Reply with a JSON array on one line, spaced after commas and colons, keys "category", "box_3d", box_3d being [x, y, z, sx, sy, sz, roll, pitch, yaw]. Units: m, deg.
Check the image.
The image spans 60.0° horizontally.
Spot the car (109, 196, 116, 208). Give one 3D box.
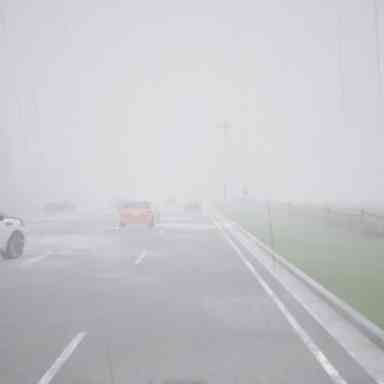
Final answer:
[{"category": "car", "box_3d": [-10.394, 1.357, 47.581, 2.097, 1.767, 4.553, 0, 0, 0]}]

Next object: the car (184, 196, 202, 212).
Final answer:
[{"category": "car", "box_3d": [0.107, 1.529, 38.083, 1.812, 1.442, 4.674, 0, 0, 0]}]

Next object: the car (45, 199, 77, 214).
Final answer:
[{"category": "car", "box_3d": [-13.896, 1.482, 35.455, 1.882, 1.535, 5.008, 0, 0, 0]}]

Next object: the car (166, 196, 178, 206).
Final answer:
[{"category": "car", "box_3d": [-3.390, 1.508, 56.565, 1.837, 1.490, 4.892, 0, 0, 0]}]

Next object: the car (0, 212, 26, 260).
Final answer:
[{"category": "car", "box_3d": [-6.899, 1.223, 9.319, 2.150, 2.045, 5.566, 0, 0, 0]}]

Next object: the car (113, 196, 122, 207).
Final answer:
[{"category": "car", "box_3d": [-6.893, 1.508, 36.406, 1.837, 1.490, 4.892, 0, 0, 0]}]

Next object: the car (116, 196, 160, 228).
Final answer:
[{"category": "car", "box_3d": [-3.396, 1.355, 22.332, 2.097, 1.767, 4.553, 0, 0, 0]}]

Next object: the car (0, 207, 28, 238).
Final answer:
[{"category": "car", "box_3d": [-10.398, 1.550, 16.374, 2.033, 1.411, 5.357, 0, 0, 0]}]
